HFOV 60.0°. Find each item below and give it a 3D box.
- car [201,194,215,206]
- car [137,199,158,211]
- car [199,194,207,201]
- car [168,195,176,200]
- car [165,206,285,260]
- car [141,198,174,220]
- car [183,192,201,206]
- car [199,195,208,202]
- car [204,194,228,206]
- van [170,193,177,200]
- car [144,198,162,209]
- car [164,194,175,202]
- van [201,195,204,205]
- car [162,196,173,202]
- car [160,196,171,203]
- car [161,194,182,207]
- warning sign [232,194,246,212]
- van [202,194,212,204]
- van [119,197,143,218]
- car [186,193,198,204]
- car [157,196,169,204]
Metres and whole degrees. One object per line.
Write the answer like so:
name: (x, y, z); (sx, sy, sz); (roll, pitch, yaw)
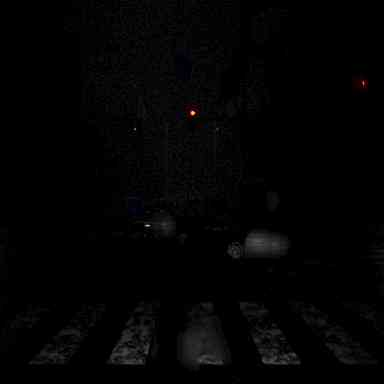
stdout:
car: (2.712, 1.307, 57.013); (2.192, 1.841, 5.009); (0, 0, 0)
car: (-5.386, 1.561, 40.797); (1.947, 1.339, 4.313); (0, 0, 0)
car: (2.701, 1.426, 84.043); (1.967, 1.590, 4.097); (0, 0, 0)
car: (-5.348, 1.567, 89.453); (1.802, 1.307, 4.206); (0, 0, 0)
car: (1.202, 1.493, 12.602); (1.837, 1.490, 4.892); (-3, 1, -37)
car: (-2.838, 1.501, 28.282); (1.837, 1.490, 4.892); (0, 0, 0)
car: (0.080, 1.344, 55.296); (2.097, 1.767, 4.553); (0, 0, 0)
car: (2.703, 1.512, 78.808); (1.752, 1.417, 4.829); (0, 0, 0)
car: (2.721, 1.311, 35.388); (2.192, 1.841, 5.009); (0, 0, 0)
van: (-5.344, 1.325, 94.859); (1.690, 1.788, 3.998); (0, 0, 0)
car: (-5.382, 1.539, 46.203); (1.887, 1.381, 4.507); (0, 0, 0)
car: (-5.357, 1.302, 78.640); (2.192, 1.841, 5.009); (0, 0, 0)
van: (2.714, 1.334, 51.606); (1.690, 1.788, 3.998); (0, 0, 0)
car: (-5.361, 1.554, 73.234); (1.947, 1.339, 4.313); (0, 0, 0)
car: (-5.365, 1.540, 67.828); (2.008, 1.369, 4.403); (0, 0, 0)
car: (-2.816, 1.471, 45.848); (1.882, 1.535, 5.008); (0, 0, 0)
warning sign: (4.959, 1.111, 34.930); (1.300, 1.860, 1.060); (0, 0, 0)
van: (2.710, 1.331, 62.419); (1.690, 1.788, 3.998); (0, 0, 0)
van: (-5.394, 1.338, 29.984); (1.690, 1.788, 3.998); (0, 0, 0)
car: (0.032, 1.211, 65.222); (2.150, 2.045, 5.566); (0, 0, 0)
car: (-5.369, 1.516, 62.253); (1.752, 1.417, 4.829); (0, 0, 0)
